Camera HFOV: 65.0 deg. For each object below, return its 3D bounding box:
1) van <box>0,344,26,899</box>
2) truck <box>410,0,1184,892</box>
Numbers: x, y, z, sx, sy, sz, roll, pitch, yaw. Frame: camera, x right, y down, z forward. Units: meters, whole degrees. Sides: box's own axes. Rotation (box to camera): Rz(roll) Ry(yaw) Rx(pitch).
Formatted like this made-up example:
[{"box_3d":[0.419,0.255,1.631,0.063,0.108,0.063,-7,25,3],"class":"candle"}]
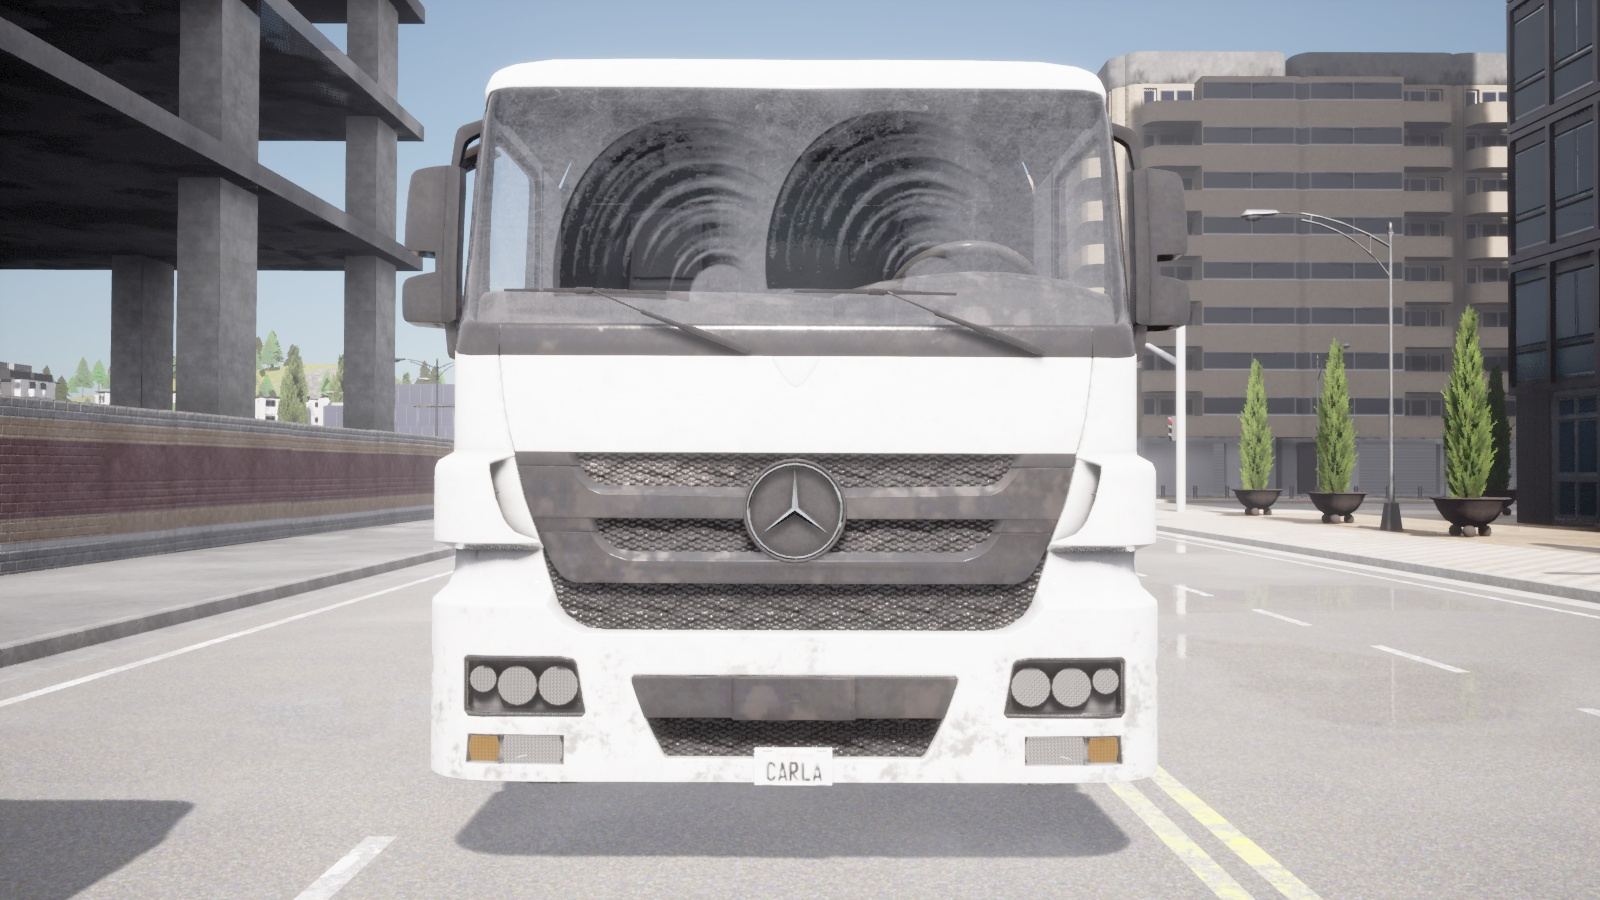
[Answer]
[{"box_3d":[-3.507,0.615,2.026,1.775,1.987,4.442,0,-1,0],"class":"van"},{"box_3d":[-0.027,-0.022,8.684,2.891,3.462,7.936,0,-1,0],"class":"truck"}]
